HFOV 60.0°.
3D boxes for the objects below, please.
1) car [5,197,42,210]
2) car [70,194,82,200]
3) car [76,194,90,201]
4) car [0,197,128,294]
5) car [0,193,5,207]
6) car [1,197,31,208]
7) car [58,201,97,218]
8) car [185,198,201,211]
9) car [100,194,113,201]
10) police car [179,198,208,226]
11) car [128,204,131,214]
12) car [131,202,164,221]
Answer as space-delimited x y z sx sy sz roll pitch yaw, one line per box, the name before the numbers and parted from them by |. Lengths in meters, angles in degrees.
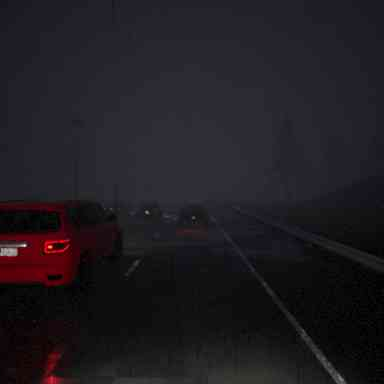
car | -21.081 1.425 41.943 2.128 1.511 4.902 0 0 0
car | -31.487 1.346 90.302 1.812 1.442 4.674 0 0 0
car | -27.988 1.389 85.461 2.128 1.511 4.902 0 0 0
car | -3.398 1.207 8.876 2.150 2.045 5.566 0 0 0
car | -28.074 1.149 45.109 2.150 2.045 5.566 0 0 0
car | -24.569 1.490 46.529 1.994 1.385 4.181 0 0 0
car | -10.394 1.553 30.576 1.895 1.301 4.718 0 0 0
car | 0.107 1.462 41.069 1.812 1.442 4.674 0 0 0
car | -20.988 1.349 82.107 1.882 1.535 5.008 0 0 0
police car | 0.105 1.389 23.220 1.930 1.638 5.238 0 0 0
car | -6.895 1.499 31.036 2.033 1.411 5.357 0 0 0
car | -3.395 1.521 27.191 1.994 1.385 4.181 0 0 0
